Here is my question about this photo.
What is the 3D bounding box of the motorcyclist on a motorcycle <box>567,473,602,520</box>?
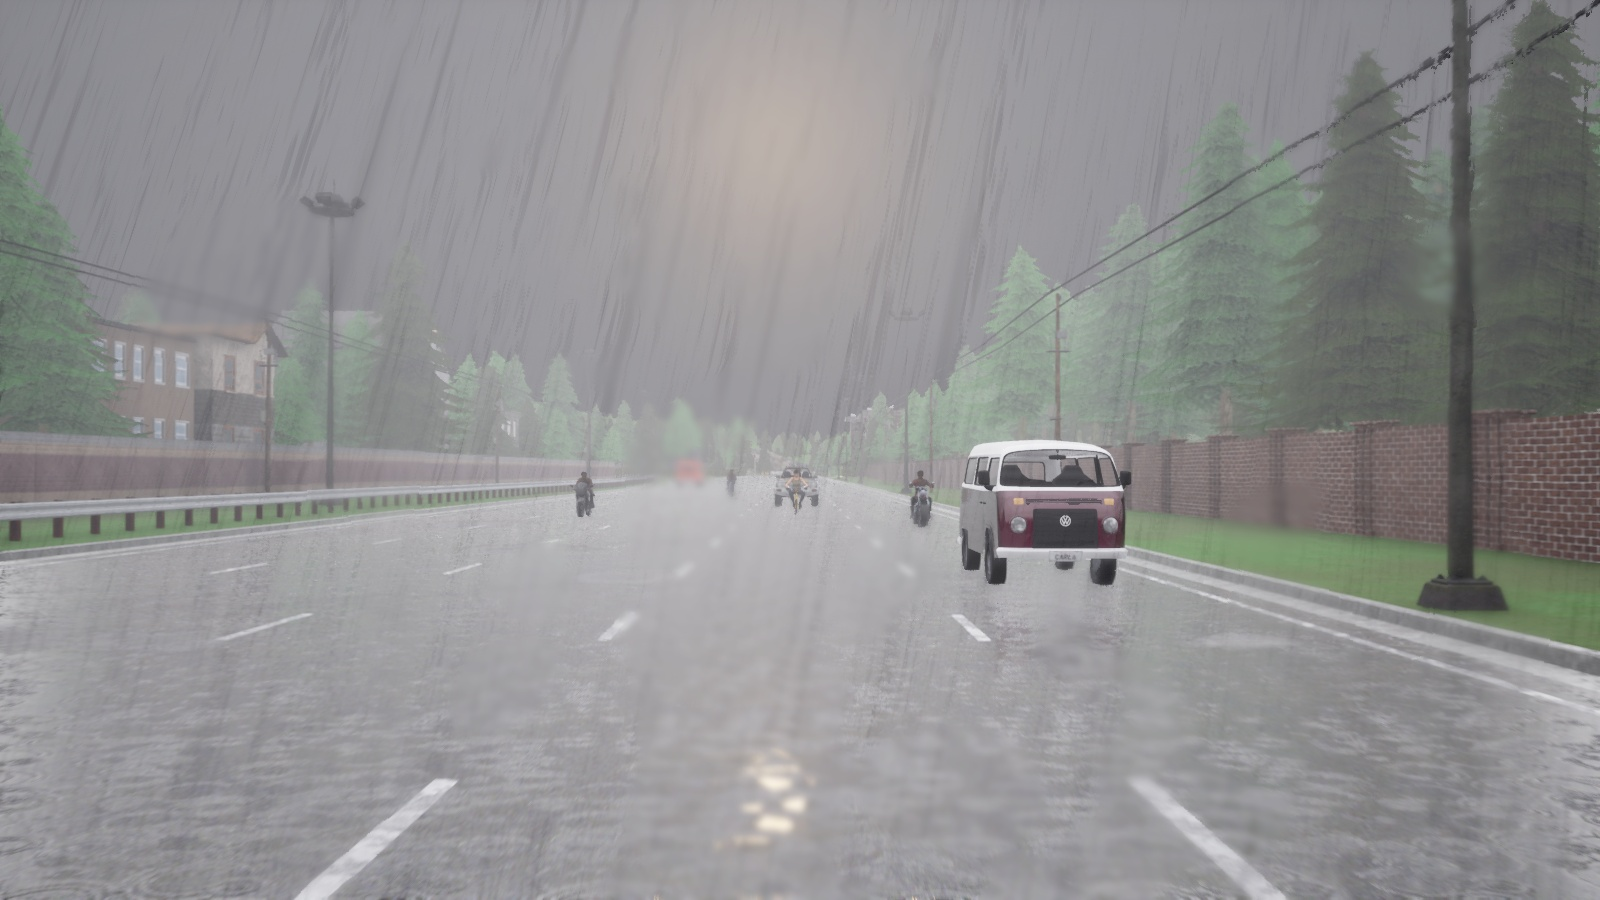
[{"bbox_3d":[-7.100,1.519,41.435,0.797,1.523,2.044,0,-1,0],"label":"motorcyclist on a motorcycle"}]

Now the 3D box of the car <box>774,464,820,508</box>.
[{"bbox_3d":[-0.137,1.565,55.751,1.932,1.855,4.605,0,-1,0],"label":"car"}]

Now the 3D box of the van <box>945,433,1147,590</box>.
[{"bbox_3d":[3.454,0.835,18.554,2.069,2.038,4.480,0,-1,0],"label":"van"}]

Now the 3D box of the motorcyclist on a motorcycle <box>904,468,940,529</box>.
[{"bbox_3d":[3.415,1.341,35.214,0.766,1.649,2.350,0,-1,0],"label":"motorcyclist on a motorcycle"}]
